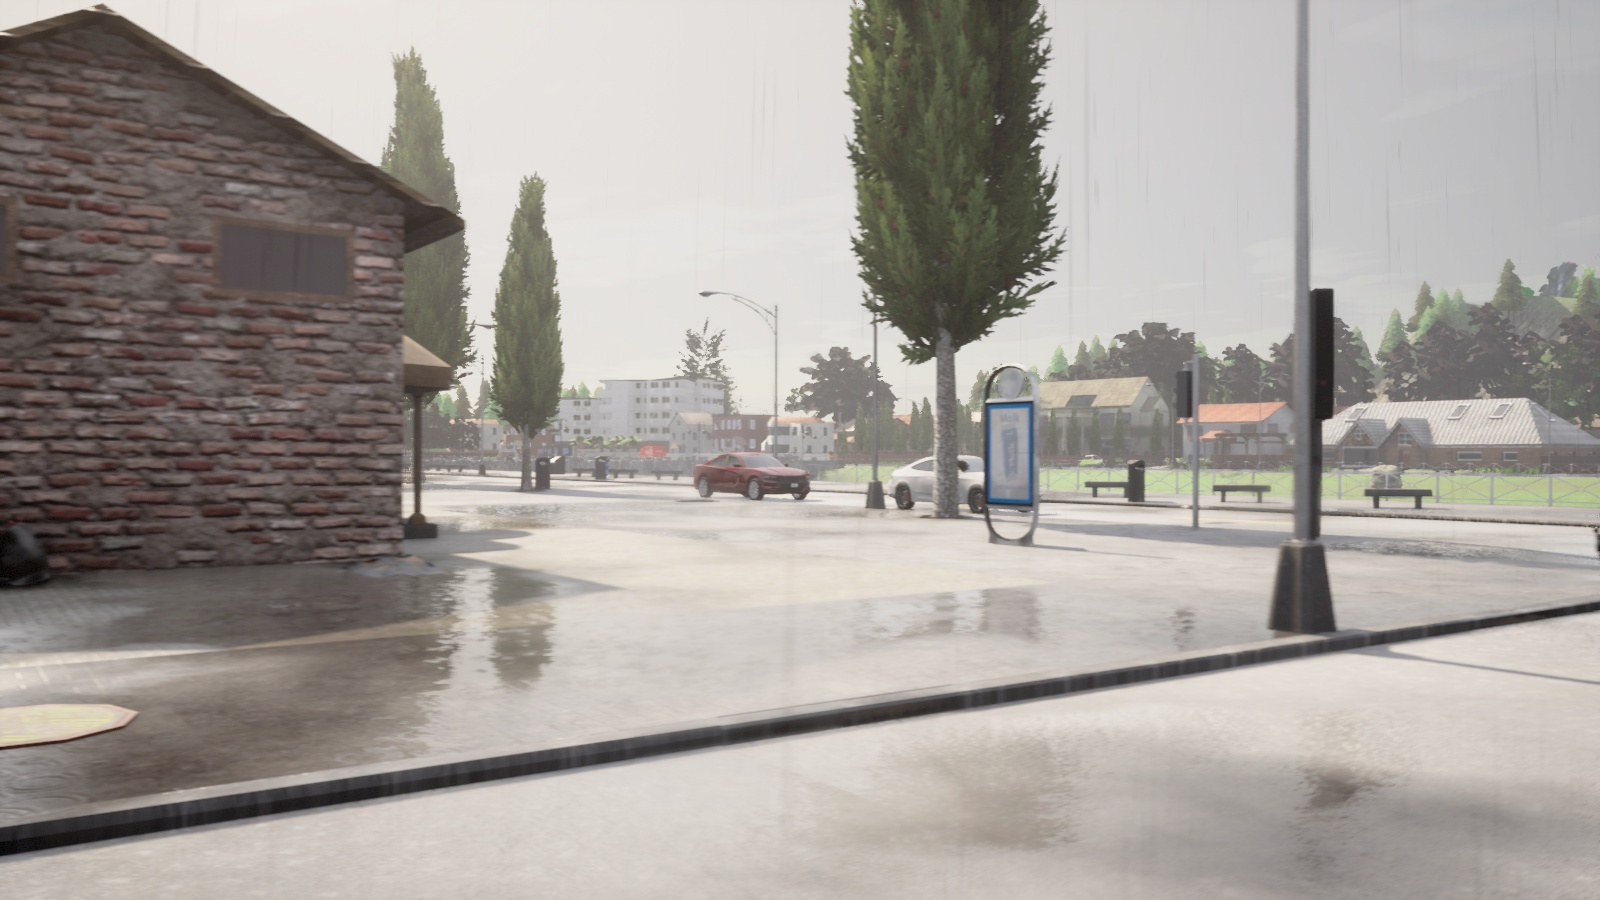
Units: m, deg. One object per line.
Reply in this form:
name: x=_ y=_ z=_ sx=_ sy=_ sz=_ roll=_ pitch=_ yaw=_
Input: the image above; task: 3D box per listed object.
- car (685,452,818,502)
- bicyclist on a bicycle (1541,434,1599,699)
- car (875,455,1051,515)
car: x=-1.658 y=0.826 z=40.623 sx=1.882 sy=1.535 sz=5.008 roll=0 pitch=0 yaw=-35
bicyclist on a bicycle: x=5.518 y=0.706 z=8.169 sx=1.656 sy=1.620 sz=0.582 roll=0 pitch=0 yaw=-36
car: x=4.097 y=0.841 z=32.362 sx=1.812 sy=1.442 sz=4.674 roll=0 pitch=0 yaw=-35
